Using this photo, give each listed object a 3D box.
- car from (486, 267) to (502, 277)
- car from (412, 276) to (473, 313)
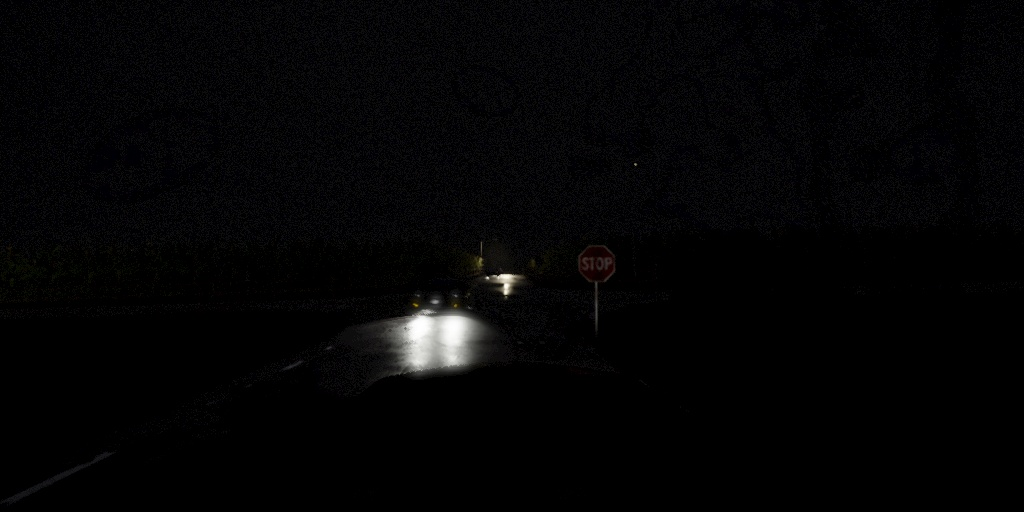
[{"bbox_3d":[-2.796,2.286,52.705,1.882,1.535,5.008,0,-2,0],"label":"car"},{"bbox_3d":[-2.763,1.516,15.011,1.994,1.385,4.181,0,-1,0],"label":"car"}]
